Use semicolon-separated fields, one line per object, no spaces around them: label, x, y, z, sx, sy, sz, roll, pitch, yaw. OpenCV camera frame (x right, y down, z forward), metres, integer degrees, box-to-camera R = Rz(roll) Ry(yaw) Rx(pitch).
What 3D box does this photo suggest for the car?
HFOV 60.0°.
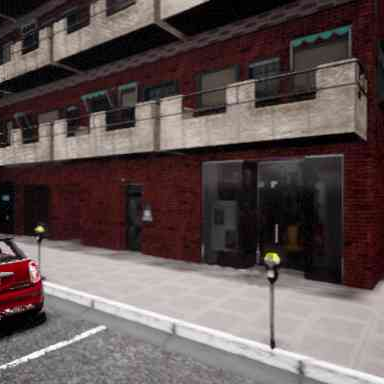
car;-4.613;1.414;6.166;4.097;1.590;1.967;0;0;35
